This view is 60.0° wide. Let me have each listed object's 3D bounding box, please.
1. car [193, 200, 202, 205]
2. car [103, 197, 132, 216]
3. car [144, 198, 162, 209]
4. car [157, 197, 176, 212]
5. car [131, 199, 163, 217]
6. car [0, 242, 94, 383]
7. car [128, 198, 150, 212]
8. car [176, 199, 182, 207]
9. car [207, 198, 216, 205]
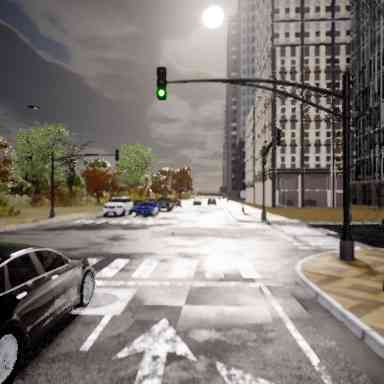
[{"bbox_3d":[1.231,2.347,75.273,1.895,1.301,4.718,0,-1,4],"label":"car"},{"bbox_3d":[-8.074,1.574,36.909,2.150,2.045,5.566,0,-1,4],"label":"car"},{"bbox_3d":[-6.625,1.908,57.055,2.097,1.767,4.553,0,-1,4],"label":"car"},{"bbox_3d":[-4.046,1.682,47.755,2.150,2.045,5.566,0,0,4],"label":"car"},{"bbox_3d":[-4.834,1.829,36.520,1.882,1.535,5.008,0,-1,5],"label":"car"},{"bbox_3d":[-3.032,1.558,5.237,1.837,1.490,4.892,0,0,1],"label":"car"},{"bbox_3d":[-7.368,1.803,46.809,2.097,1.767,4.553,0,-1,4],"label":"car"},{"bbox_3d":[-2.936,2.143,62.732,1.812,1.442,4.674,0,-1,4],"label":"car"},{"bbox_3d":[4.505,2.112,75.513,2.097,1.767,4.553,0,-1,4],"label":"car"}]
